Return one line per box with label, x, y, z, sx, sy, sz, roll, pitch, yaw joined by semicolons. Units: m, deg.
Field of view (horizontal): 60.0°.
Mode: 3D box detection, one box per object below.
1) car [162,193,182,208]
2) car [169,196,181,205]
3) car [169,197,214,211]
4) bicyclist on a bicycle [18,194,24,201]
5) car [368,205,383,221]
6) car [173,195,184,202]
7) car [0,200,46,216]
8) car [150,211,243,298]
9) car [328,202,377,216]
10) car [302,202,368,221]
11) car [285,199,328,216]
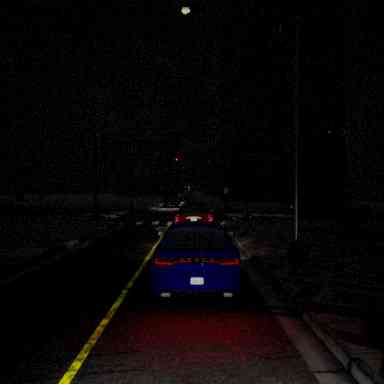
car;-3.111;1.214;49.351;2.150;2.045;5.566;0;0;0
car;-3.091;1.517;60.704;1.812;1.442;4.674;0;0;0
car;0.114;1.349;17.709;2.097;1.767;4.553;0;0;1
bicyclist on a bicycle;-20.511;1.024;39.775;0.582;1.620;1.656;1;0;0
car;17.938;1.820;28.401;4.829;1.417;1.752;1;-1;0
car;-3.037;1.515;74.857;2.128;1.511;4.902;0;0;0
car;-14.784;1.363;28.293;4.403;1.369;2.008;1;-1;0
car;0.098;1.476;8.556;1.882;1.535;5.008;0;0;0
car;17.773;1.836;36.925;4.403;1.369;2.008;1;-1;0
car;12.125;1.770;28.398;4.313;1.339;1.947;1;-1;0
car;12.001;1.551;34.247;4.553;1.767;2.097;1;0;0
